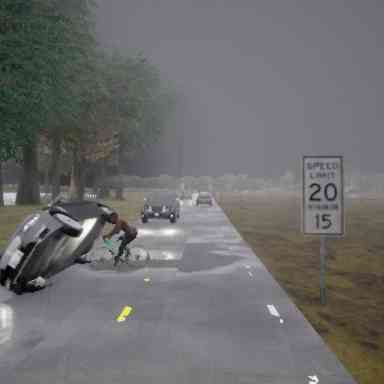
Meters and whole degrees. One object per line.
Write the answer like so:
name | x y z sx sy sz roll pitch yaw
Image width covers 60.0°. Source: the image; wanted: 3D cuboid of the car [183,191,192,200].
car | -0.924 0.603 55.953 1.837 1.490 4.892 0 1 2

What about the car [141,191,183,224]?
car | -2.083 0.988 23.410 2.150 2.045 5.566 0 1 2

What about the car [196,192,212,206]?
car | 1.478 0.913 40.893 2.128 1.511 4.902 0 1 2

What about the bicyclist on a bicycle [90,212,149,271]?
bicyclist on a bicycle | -2.030 1.395 9.365 1.656 1.620 0.582 -1 0 -16

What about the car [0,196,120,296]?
car | -3.509 1.162 9.035 1.511 2.128 4.902 32 3 4

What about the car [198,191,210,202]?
car | 1.837 0.683 51.035 1.882 1.535 5.008 0 1 2
